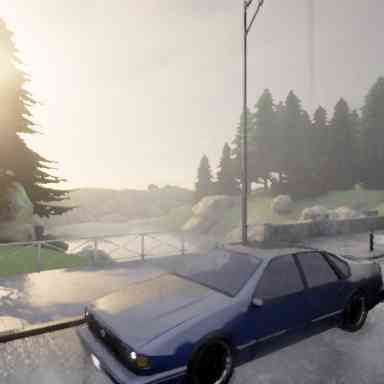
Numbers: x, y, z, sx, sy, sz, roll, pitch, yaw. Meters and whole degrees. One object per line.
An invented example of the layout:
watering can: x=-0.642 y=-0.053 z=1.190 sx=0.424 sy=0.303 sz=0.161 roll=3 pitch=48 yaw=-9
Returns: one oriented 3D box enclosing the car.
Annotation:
car: x=1.075 y=1.562 z=5.349 sx=5.357 sy=1.411 sz=2.033 roll=0 pitch=0 yaw=-35
